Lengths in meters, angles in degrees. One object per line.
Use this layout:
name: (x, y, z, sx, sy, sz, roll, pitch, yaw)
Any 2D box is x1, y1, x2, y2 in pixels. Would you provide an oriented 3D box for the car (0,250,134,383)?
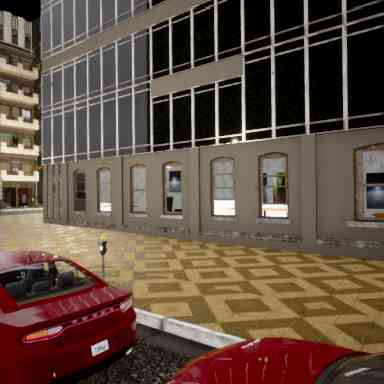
car: (-2.804, 1.546, 4.892, 4.507, 1.381, 1.887, 0, -1, 36)

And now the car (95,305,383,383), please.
car: (1.765, 1.545, 1.626, 4.507, 1.381, 1.887, 0, -1, 36)
